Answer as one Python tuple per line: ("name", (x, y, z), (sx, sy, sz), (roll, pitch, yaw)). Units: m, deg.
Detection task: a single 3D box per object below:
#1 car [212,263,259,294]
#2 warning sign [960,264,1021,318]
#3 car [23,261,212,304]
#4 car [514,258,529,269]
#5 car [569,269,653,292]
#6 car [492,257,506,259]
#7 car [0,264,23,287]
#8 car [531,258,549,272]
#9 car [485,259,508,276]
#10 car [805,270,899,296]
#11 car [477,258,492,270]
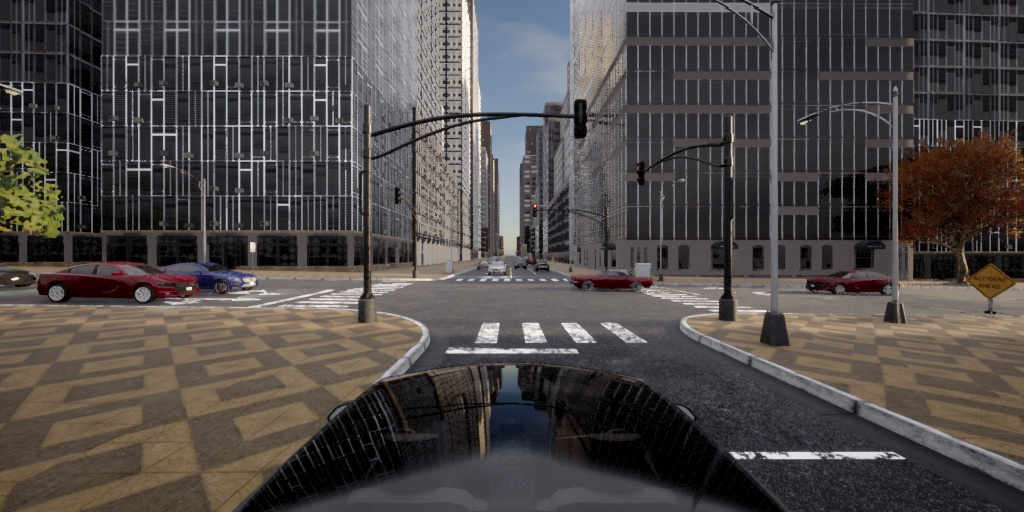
("car", (-14.975, 1.026, 17.396), (4.674, 1.442, 1.812), (1, 0, -1))
("warning sign", (17.258, 1.204, 12.940), (1.060, 1.860, 1.300), (0, 0, -3))
("car", (-15.286, 0.973, 14.124), (5.008, 1.535, 1.882), (1, 0, -2))
("car", (1.276, 1.359, 56.402), (1.895, 1.301, 4.718), (0, 0, 0))
("car", (5.937, 1.460, 21.845), (4.718, 1.301, 1.895), (1, 0, -3))
("car", (-1.673, 1.110, 58.653), (2.097, 1.767, 4.553), (0, 0, -1))
("car", (-25.511, 0.871, 16.892), (4.181, 1.385, 1.994), (1, 0, -3))
("car", (3.850, 1.329, 46.719), (1.948, 1.339, 4.313), (0, 0, 0))
("car", (-1.560, 1.292, 38.321), (1.812, 1.442, 4.674), (0, 0, 0))
("car", (21.338, 1.637, 22.597), (5.008, 1.535, 1.882), (1, 0, -3))
("car", (-4.113, 1.342, 52.197), (1.802, 1.307, 4.207), (0, 0, 0))
